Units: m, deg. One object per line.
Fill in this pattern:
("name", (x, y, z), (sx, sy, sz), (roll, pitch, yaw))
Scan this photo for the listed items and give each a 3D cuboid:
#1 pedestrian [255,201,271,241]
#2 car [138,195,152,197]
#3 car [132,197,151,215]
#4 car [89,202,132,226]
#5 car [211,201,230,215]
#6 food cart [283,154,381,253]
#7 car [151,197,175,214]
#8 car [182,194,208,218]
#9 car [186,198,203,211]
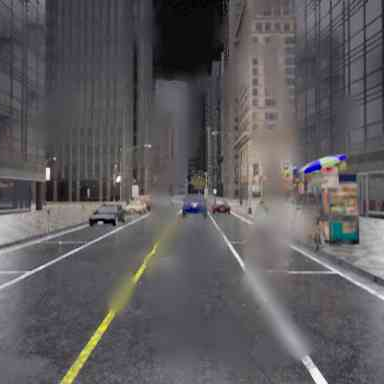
("pedestrian", (3.230, 1.272, 15.158), (0.375, 1.860, 0.375), (1, -1, -18))
("car", (-5.617, 1.312, 39.365), (2.192, 1.841, 5.009), (0, 0, 0))
("car", (-5.652, 1.513, 33.735), (1.752, 1.417, 4.829), (0, 0, 0))
("car", (-5.716, 1.545, 22.987), (1.947, 1.339, 4.313), (1, 0, 0))
("car", (2.873, 1.532, 33.852), (1.887, 1.381, 4.507), (0, 0, 0))
("food cart", (5.701, 0.445, 14.367), (2.280, 3.560, 4.660), (-1, -1, 0))
("car", (-2.879, 1.467, 34.745), (1.882, 1.535, 5.008), (0, 0, 1))
("car", (0.238, 1.207, 30.116), (2.150, 2.045, 5.566), (0, 0, 0))
("car", (0.290, 1.549, 42.160), (2.033, 1.411, 5.357), (0, 0, 1))
